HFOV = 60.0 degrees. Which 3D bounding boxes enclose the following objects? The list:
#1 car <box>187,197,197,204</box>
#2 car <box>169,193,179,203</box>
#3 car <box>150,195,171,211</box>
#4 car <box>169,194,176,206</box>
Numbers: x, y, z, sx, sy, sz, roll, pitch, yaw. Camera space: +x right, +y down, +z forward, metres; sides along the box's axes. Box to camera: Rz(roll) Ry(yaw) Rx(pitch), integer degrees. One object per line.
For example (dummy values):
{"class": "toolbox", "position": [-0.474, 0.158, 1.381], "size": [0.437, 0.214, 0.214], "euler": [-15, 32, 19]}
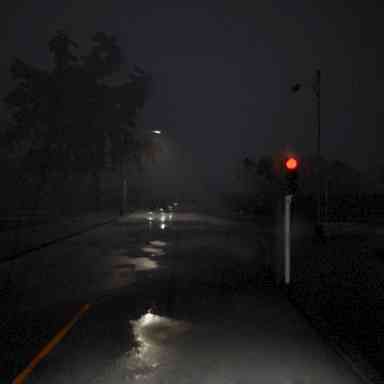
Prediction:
{"class": "car", "position": [0.018, 1.594, 61.688], "size": [1.895, 1.301, 4.718], "euler": [0, 0, 0]}
{"class": "car", "position": [-3.979, 1.223, 69.050], "size": [2.150, 2.045, 5.566], "euler": [0, 0, 0]}
{"class": "car", "position": [-4.079, 1.500, 41.510], "size": [1.837, 1.490, 4.892], "euler": [0, 0, 0]}
{"class": "car", "position": [-4.058, 1.498, 54.653], "size": [1.837, 1.490, 4.892], "euler": [0, 0, 0]}
